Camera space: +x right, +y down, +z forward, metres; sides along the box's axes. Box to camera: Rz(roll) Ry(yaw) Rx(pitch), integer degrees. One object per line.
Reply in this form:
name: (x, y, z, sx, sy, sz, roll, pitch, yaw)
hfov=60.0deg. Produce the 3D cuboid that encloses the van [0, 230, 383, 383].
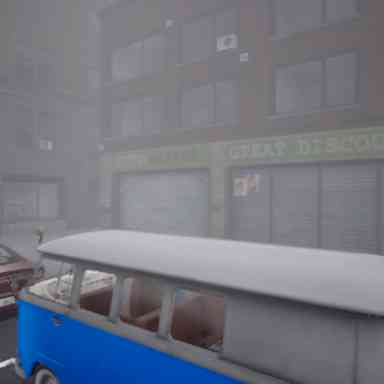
van: (-0.044, 1.341, 3.109, 3.998, 1.788, 1.690, 0, 0, 36)
